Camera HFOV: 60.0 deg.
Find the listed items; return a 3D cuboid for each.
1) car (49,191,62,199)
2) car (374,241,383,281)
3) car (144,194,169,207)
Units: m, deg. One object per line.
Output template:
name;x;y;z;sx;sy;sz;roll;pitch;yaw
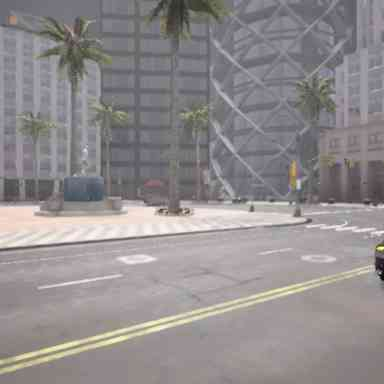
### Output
car;-19.811;0.829;52.994;5.566;2.045;2.150;0;0;-4
car;6.501;1.494;8.411;4.892;1.490;1.837;1;0;-35
car;-4.659;1.472;50.185;4.902;1.511;2.128;0;0;23
